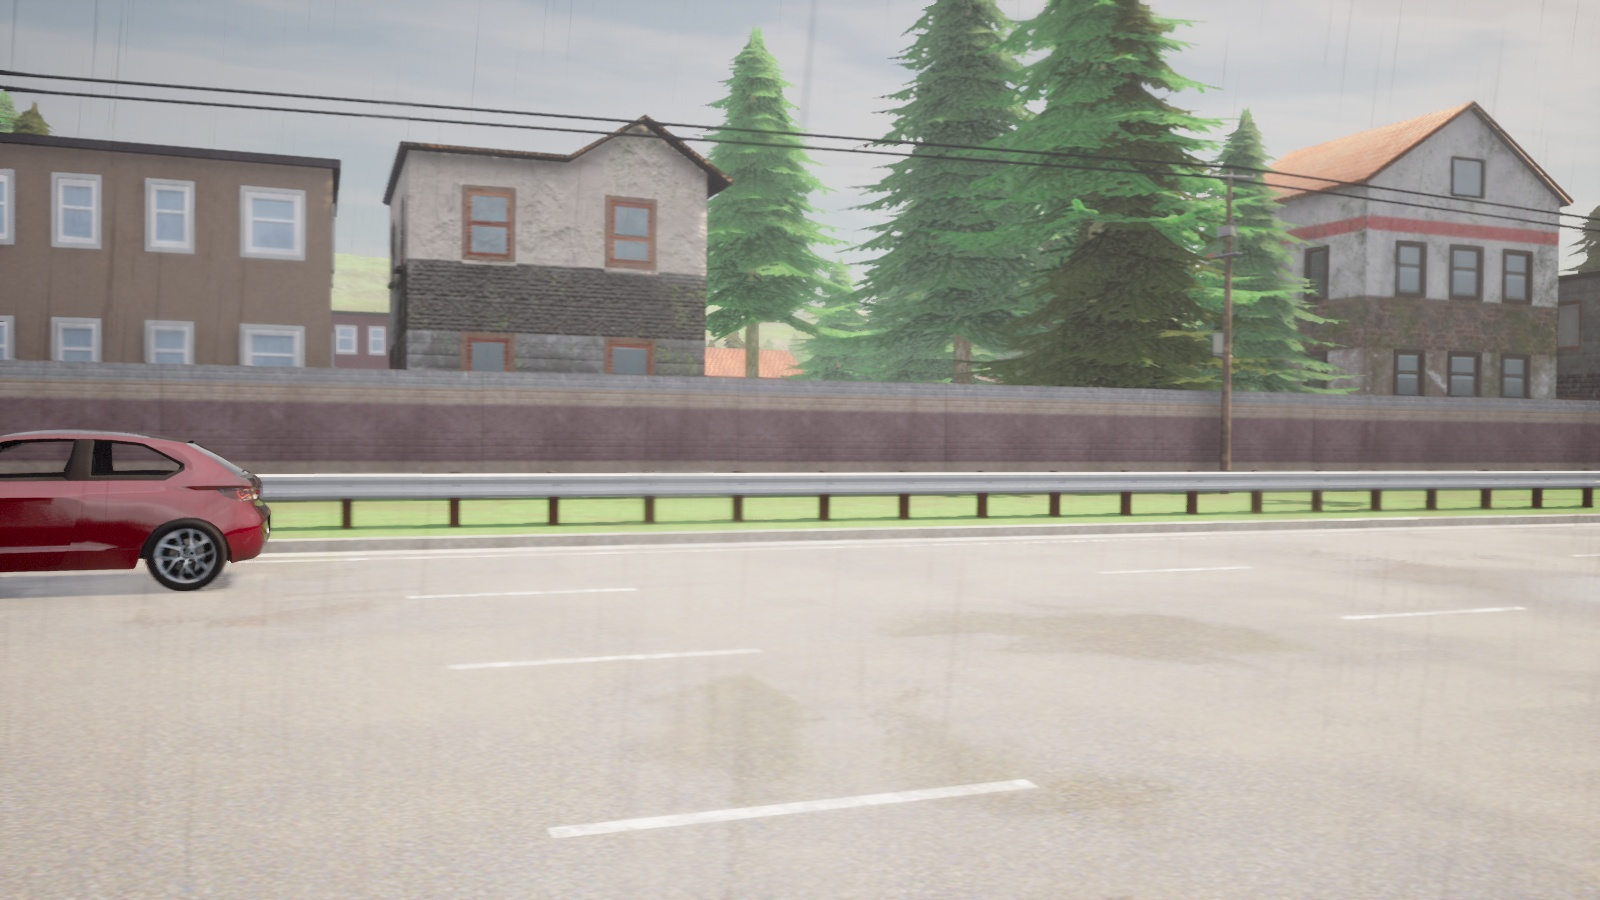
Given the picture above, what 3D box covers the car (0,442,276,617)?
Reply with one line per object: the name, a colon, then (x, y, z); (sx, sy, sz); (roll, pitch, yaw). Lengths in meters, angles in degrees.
car: (-7.212, 0.699, 11.732); (4.193, 1.474, 1.816); (-1, 1, -21)
